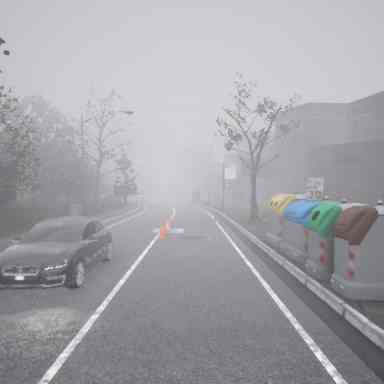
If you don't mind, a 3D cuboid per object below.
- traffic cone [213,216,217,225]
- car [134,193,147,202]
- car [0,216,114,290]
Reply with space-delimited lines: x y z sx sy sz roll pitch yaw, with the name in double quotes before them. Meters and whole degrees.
"traffic cone" 1.507 1.913 22.069 0.340 0.580 0.340 0 0 6
"car" -11.904 1.236 76.514 2.150 2.045 5.566 -2 0 -20
"car" -3.495 1.487 9.173 1.837 1.490 4.892 0 0 0
